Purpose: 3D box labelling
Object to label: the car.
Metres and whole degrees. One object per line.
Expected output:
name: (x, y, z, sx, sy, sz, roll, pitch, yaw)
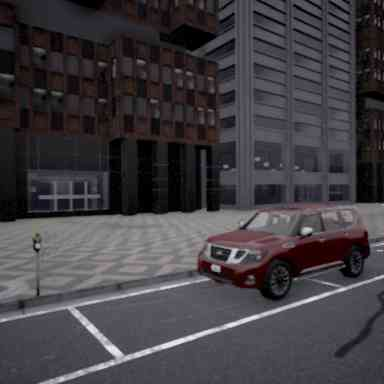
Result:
car: (2.552, 1.280, 8.483, 5.009, 1.841, 2.192, 0, 0, -36)
